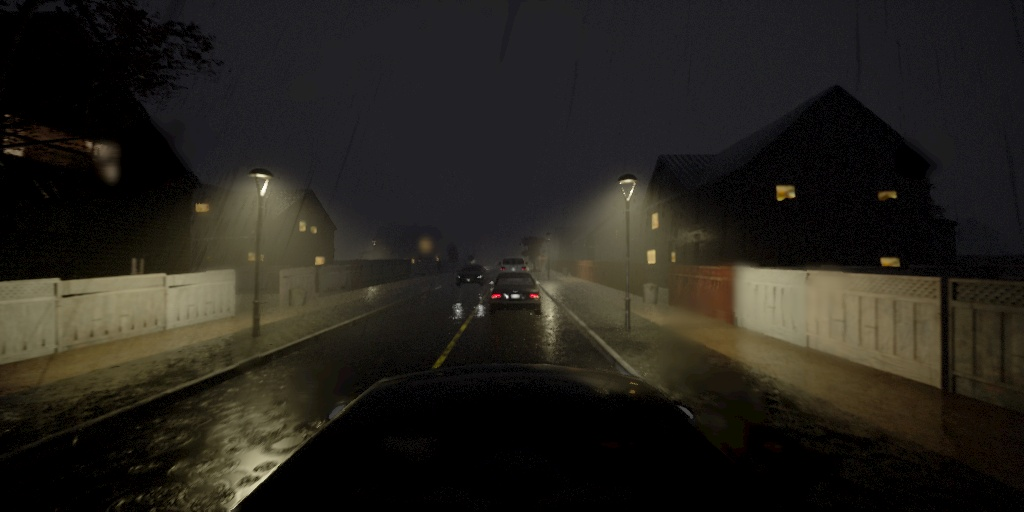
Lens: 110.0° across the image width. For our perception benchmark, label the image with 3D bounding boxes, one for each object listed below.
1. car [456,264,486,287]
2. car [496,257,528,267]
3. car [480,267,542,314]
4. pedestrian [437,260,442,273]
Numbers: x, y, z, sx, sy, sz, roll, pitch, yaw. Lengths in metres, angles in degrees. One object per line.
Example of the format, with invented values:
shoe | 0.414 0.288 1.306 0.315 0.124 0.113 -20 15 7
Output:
car | -2.818 1.344 25.769 1.837 1.490 4.892 0 -1 0
car | 0.109 1.075 28.991 2.150 2.045 5.566 0 0 0
car | 0.105 1.337 13.900 2.033 1.411 5.357 0 0 0
pedestrian | -9.900 1.396 48.769 0.375 1.860 0.375 0 -2 5
